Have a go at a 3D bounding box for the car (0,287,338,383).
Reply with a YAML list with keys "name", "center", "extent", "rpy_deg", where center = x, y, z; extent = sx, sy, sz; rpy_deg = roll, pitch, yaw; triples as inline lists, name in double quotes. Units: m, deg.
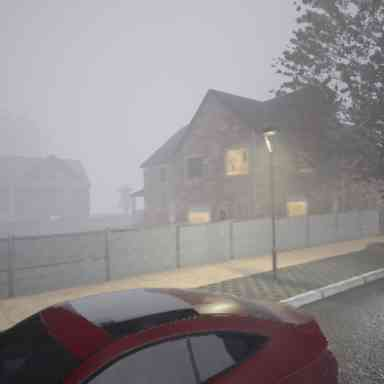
- name: "car"
  center: [-0.729, 1.612, 2.528]
  extent: [4.674, 1.442, 1.812]
  rpy_deg: [0, -2, -36]
